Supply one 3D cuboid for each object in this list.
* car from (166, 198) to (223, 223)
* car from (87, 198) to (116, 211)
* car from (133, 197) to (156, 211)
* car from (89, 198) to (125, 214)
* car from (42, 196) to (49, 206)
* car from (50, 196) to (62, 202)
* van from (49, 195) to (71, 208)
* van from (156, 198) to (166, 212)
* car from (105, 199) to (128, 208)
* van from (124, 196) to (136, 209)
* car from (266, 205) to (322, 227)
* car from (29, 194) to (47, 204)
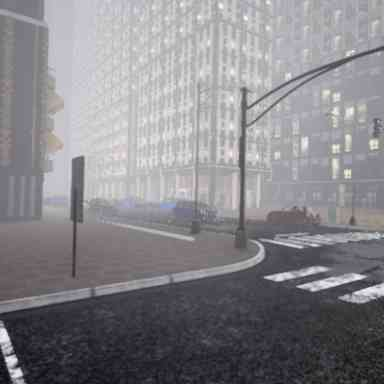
[{"bbox_3d":[0.321,1.429,25.530,2.097,1.767,4.553,2,-1,-35],"label":"car"},{"bbox_3d":[-11.608,1.526,42.359,1.882,1.535,5.008,2,-1,-35],"label":"car"},{"bbox_3d":[-5.473,1.766,43.679,2.008,1.369,4.403,2,-1,-35],"label":"car"},{"bbox_3d":[-9.034,1.535,34.223,2.008,1.369,4.403,2,-1,-35],"label":"car"},{"bbox_3d":[-22.114,1.540,52.646,1.802,1.307,4.206,2,-1,-35],"label":"car"},{"bbox_3d":[-34.905,1.751,85.129,1.802,1.307,4.206,2,-1,-35],"label":"car"},{"bbox_3d":[-18.839,1.305,48.044,1.690,1.788,3.998,2,-1,-35],"label":"van"},{"bbox_3d":[-2.198,1.564,39.076,1.690,1.788,3.998,2,-1,-35],"label":"van"},{"bbox_3d":[-12.014,1.768,52.890,1.947,1.339,4.313,2,-1,-35],"label":"car"},{"bbox_3d":[-8.738,1.549,48.288,1.690,1.788,3.998,2,-1,-35],"label":"van"},{"bbox_3d":[7.610,1.687,25.257,1.967,1.590,4.097,2,-1,-35],"label":"car"},{"bbox_3d":[-28.649,1.263,61.861,2.192,1.841,5.009,2,-1,-35],"label":"car"}]
